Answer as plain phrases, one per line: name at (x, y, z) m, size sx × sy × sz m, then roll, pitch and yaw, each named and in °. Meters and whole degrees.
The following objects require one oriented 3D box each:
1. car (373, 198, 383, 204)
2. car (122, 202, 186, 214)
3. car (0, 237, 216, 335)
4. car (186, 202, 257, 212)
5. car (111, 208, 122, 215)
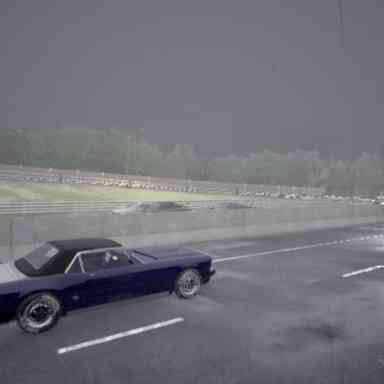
car at (29.475, 1.599, 50.738) m, size 4.892 × 1.490 × 1.837 m, roll 0°, pitch 0°, yaw -35°
car at (-2.190, 1.515, 23.921) m, size 4.892 × 1.490 × 1.837 m, roll 0°, pitch 0°, yaw -35°
car at (-1.813, 1.603, 6.758) m, size 4.718 × 1.301 × 1.895 m, roll 0°, pitch 0°, yaw -36°
car at (2.363, 1.491, 22.867) m, size 5.008 × 1.535 × 1.882 m, roll 0°, pitch 0°, yaw -35°
car at (-4.207, 1.536, 26.781) m, size 4.674 × 1.442 × 1.812 m, roll 0°, pitch 0°, yaw -35°
